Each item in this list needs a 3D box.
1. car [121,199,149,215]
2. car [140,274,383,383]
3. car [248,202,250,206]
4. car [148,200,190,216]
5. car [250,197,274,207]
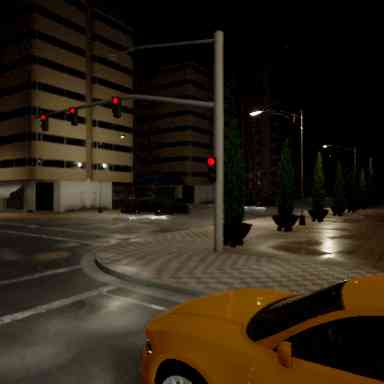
[{"bbox_3d":[-5.267,1.556,34.914,1.882,1.535,5.008,0,0,35],"label":"car"},{"bbox_3d":[1.765,1.478,2.742,5.008,1.535,1.882,0,0,35],"label":"car"},{"bbox_3d":[9.263,1.626,55.569,2.033,1.411,5.357,0,0,36],"label":"car"},{"bbox_3d":[-1.986,1.639,33.499,1.994,1.385,4.181,0,0,35],"label":"car"},{"bbox_3d":[11.616,1.567,52.845,2.128,1.511,4.902,0,0,35],"label":"car"}]
